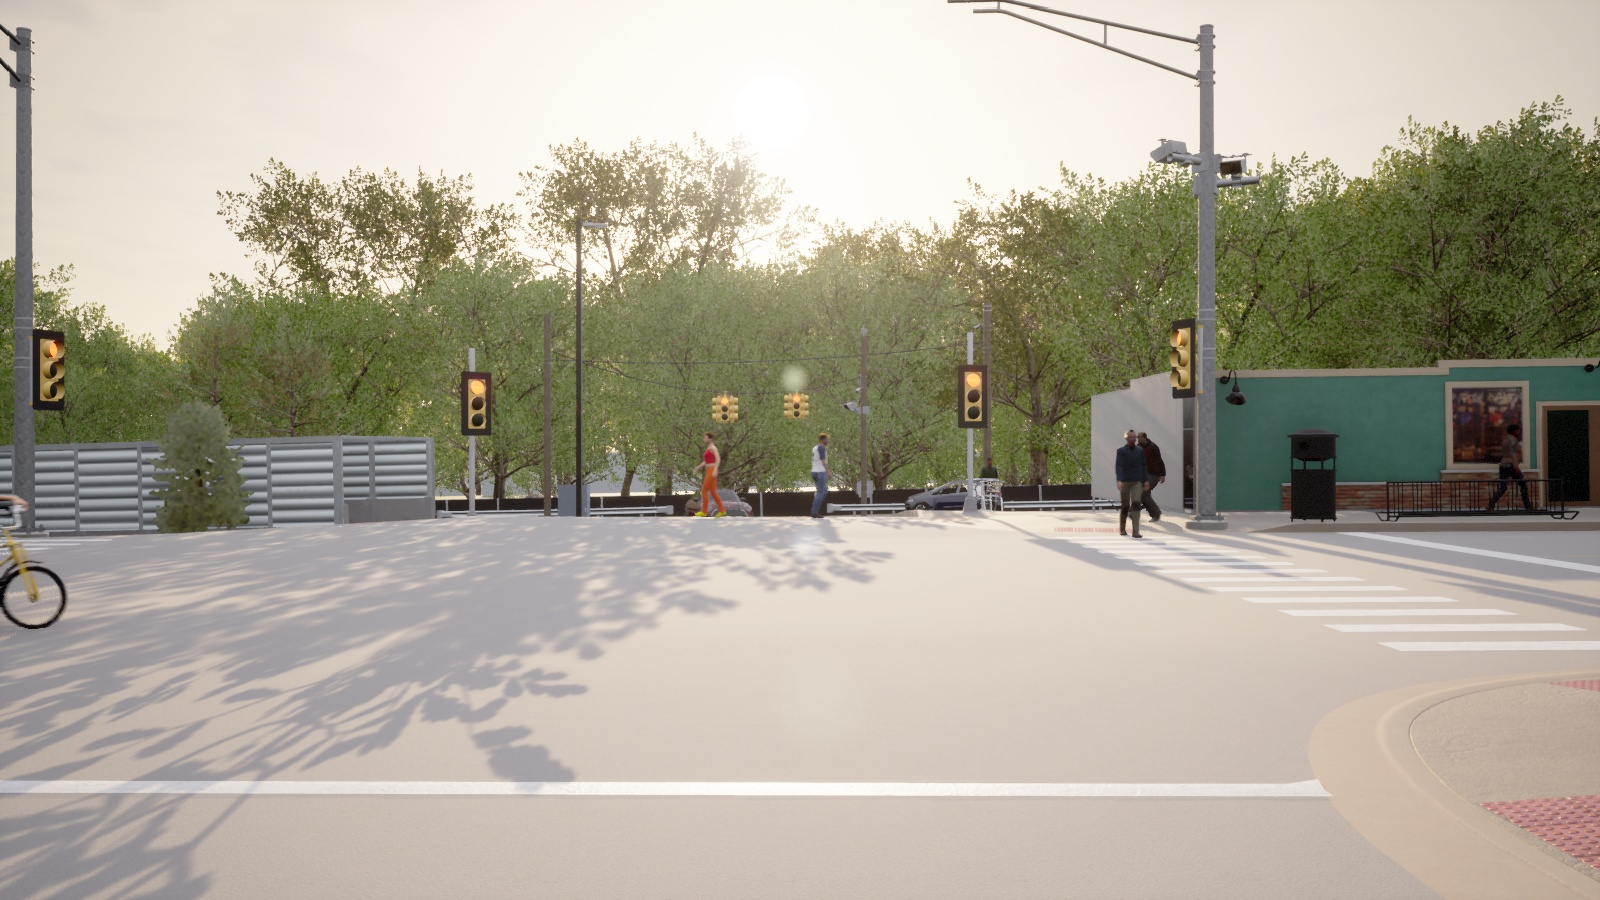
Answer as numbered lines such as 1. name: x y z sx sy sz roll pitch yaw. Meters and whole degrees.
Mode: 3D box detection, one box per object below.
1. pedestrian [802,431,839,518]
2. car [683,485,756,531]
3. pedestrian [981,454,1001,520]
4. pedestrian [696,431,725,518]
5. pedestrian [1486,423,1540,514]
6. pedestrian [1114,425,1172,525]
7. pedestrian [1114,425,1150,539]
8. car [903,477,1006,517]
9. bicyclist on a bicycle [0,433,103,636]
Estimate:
1. pedestrian: 0.433 0.510 26.637 0.706 1.836 0.354 0 0 -16
2. car: -3.316 2.320 50.755 2.097 1.767 4.553 1 -2 -15
3. pedestrian: 5.715 1.096 37.575 0.423 1.949 0.788 0 0 -5
4. pedestrian: -1.911 0.511 26.738 0.594 1.836 0.345 0 0 -9
5. pedestrian: 14.108 0.363 24.864 0.869 1.805 0.328 0 0 2
6. pedestrian: 6.484 0.468 23.753 0.899 1.844 0.634 0 0 -37
7. pedestrian: 5.466 0.518 20.698 0.402 1.842 0.726 0 0 -1
8. car: 7.188 2.190 58.497 4.611 1.667 2.242 -2 0 8
9. bicyclist on a bicycle: -6.750 0.675 10.378 1.509 1.612 0.866 0 0 -4
